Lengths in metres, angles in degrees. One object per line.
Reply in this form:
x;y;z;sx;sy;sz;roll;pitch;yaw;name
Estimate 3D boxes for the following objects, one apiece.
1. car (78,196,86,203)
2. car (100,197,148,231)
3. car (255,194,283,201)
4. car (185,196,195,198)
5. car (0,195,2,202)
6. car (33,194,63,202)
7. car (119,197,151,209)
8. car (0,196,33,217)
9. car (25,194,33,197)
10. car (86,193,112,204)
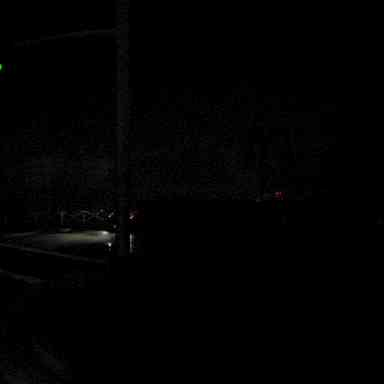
-18.471;1.077;60.333;1.905;1.878;3.866;0;0;35;car
-3.034;1.352;20.545;2.097;1.767;4.553;0;0;35;car
8.436;1.221;37.032;2.150;2.045;5.566;0;0;35;car
-0.769;1.374;48.146;1.845;1.501;3.633;0;0;35;car
-41.403;1.298;67.525;2.007;1.523;4.514;0;0;35;car
-28.916;1.154;67.722;2.152;1.636;5.027;0;0;35;car
-7.488;1.384;43.809;1.970;1.475;3.806;0;0;35;car
-15.798;1.340;26.888;2.007;1.523;4.514;0;0;35;car
-34.342;1.232;71.164;1.970;1.475;3.806;0;0;35;car
-15.861;1.097;58.991;1.932;1.855;4.605;0;0;35;car
